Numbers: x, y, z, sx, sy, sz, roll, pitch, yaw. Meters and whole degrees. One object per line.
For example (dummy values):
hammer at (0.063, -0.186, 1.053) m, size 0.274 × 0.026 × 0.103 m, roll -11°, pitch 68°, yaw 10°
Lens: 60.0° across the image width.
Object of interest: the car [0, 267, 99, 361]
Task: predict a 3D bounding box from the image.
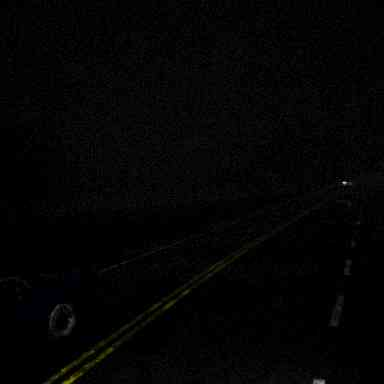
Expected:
car at (-3.479, 1.873, 4.514) m, size 1.895 × 1.301 × 4.718 m, roll -5°, pitch 0°, yaw 23°
